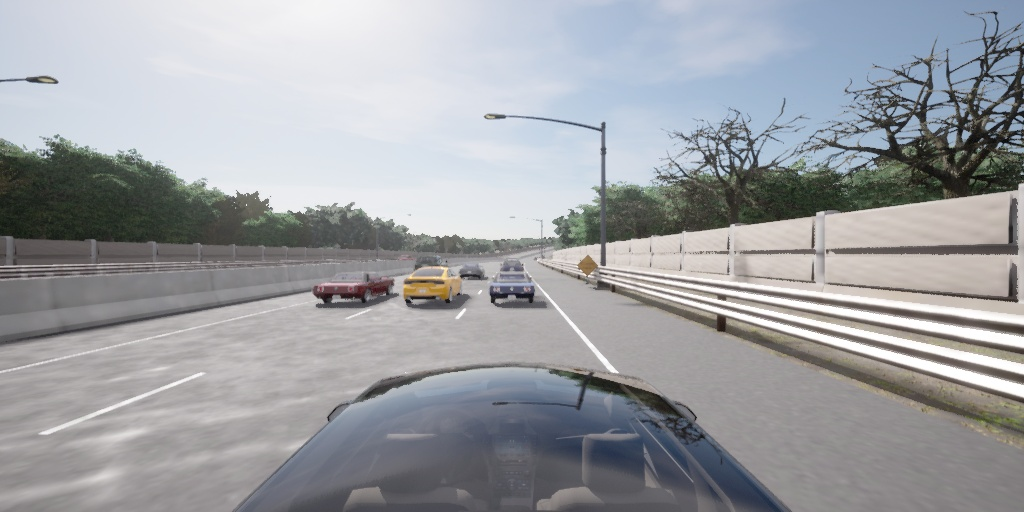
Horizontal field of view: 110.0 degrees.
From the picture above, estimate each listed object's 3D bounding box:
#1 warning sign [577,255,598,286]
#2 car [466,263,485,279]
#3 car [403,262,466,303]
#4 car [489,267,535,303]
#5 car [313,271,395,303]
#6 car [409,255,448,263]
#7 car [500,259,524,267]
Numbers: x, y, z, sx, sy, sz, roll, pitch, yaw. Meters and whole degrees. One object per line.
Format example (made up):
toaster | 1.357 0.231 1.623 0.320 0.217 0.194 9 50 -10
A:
warning sign | 4.551 0.850 21.818 1.300 1.860 1.060 0 0 0
car | -3.499 1.289 31.513 1.994 1.385 4.181 0 0 0
car | -3.499 1.225 16.507 1.882 1.535 5.008 0 0 0
car | 0.000 1.357 16.537 1.895 1.301 4.718 0 0 0
car | -6.999 1.356 16.537 1.895 1.301 4.718 0 0 0
car | -6.999 0.974 31.540 2.150 2.045 5.566 0 0 0
car | 0.001 1.083 31.482 2.097 1.767 4.553 0 0 0
